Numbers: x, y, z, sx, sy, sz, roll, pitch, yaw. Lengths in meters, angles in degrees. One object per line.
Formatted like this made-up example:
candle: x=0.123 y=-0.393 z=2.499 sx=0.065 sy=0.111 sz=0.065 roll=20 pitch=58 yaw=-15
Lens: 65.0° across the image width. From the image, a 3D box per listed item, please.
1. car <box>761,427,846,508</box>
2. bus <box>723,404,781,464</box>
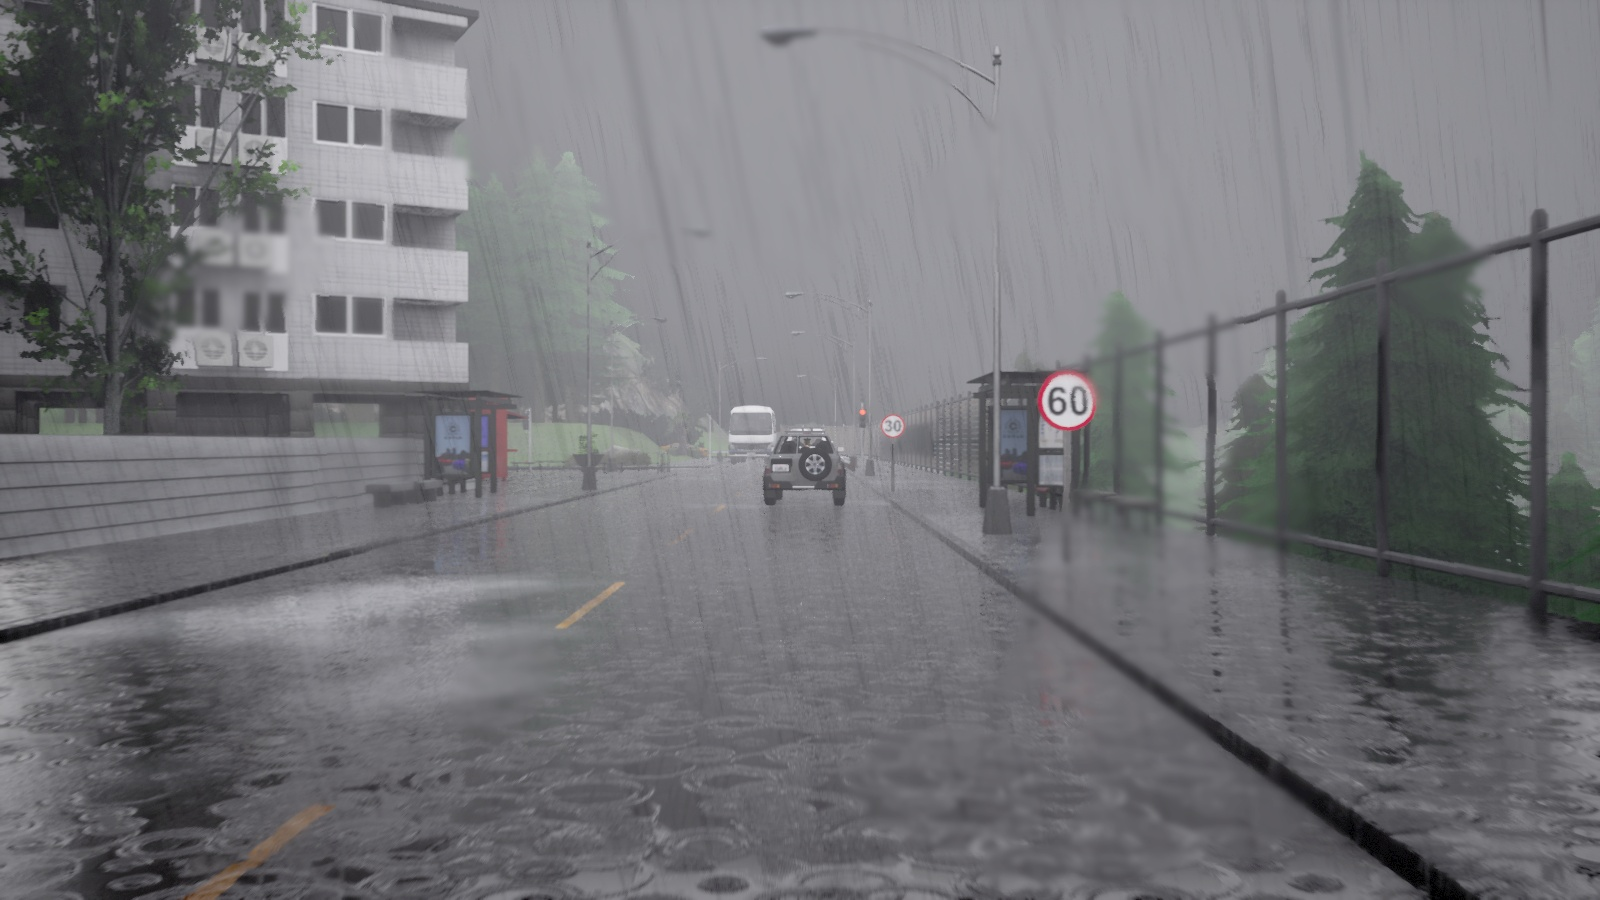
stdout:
car: x=0.167 y=0.389 z=30.921 sx=1.932 sy=1.855 sz=4.605 roll=0 pitch=0 yaw=2
bus: x=-3.486 y=-1.163 z=94.175 sx=3.944 sy=4.253 sz=10.273 roll=0 pitch=0 yaw=0
